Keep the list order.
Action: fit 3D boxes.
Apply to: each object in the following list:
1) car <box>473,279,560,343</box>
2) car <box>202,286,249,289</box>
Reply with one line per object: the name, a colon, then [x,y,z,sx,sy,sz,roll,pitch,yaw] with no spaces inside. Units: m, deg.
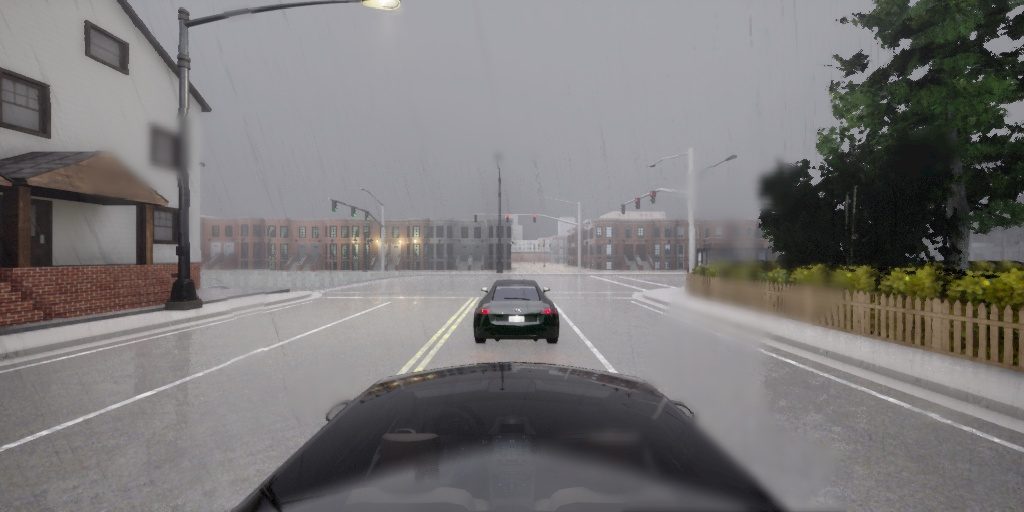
car: [0.099,1.314,9.657,1.994,1.385,4.181,0,0,0]
car: [-22.438,3.308,26.907,5.566,2.045,2.150,-13,1,-1]
